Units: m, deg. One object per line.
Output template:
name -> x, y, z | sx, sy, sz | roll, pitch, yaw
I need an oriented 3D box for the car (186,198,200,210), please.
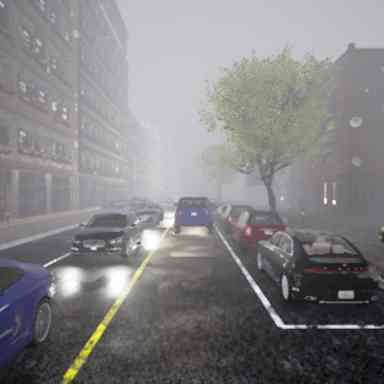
car -> 0.092, 1.593, 44.885 | 1.812, 1.442, 4.674 | 0, 0, 0

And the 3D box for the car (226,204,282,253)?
car -> 2.694, 1.456, 13.691 | 1.967, 1.590, 4.097 | 0, 0, 0

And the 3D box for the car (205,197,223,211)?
car -> 2.702, 1.501, 42.175 | 1.967, 1.590, 4.097 | 0, 0, 0

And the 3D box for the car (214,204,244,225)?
car -> 2.697, 1.612, 25.085 | 1.802, 1.307, 4.206 | 0, 0, 0

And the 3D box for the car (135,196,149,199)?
car -> -5.680, 1.366, 36.483 | 2.192, 1.841, 5.009 | 0, 0, 0

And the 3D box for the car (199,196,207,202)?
car -> 2.715, 1.711, 82.051 | 1.887, 1.381, 4.507 | 0, 0, 0

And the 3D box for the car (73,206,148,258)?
car -> -3.085, 1.520, 12.903 | 1.837, 1.490, 4.892 | 0, 0, 0

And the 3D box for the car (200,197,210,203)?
car -> 2.712, 1.683, 70.659 | 2.008, 1.369, 4.403 | 0, 0, 0

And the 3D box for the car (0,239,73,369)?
car -> -3.065, 1.530, 3.602 | 1.812, 1.442, 4.674 | 0, 0, -1

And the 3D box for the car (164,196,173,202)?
car -> -5.666, 1.733, 82.056 | 1.947, 1.339, 4.313 | 0, 0, 0

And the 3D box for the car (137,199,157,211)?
car -> -5.678, 1.628, 42.180 | 1.947, 1.339, 4.313 | 0, 0, 0

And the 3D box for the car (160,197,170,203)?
car -> -5.669, 1.678, 70.664 | 1.887, 1.381, 4.507 | 0, 0, 0

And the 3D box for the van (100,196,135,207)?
van -> -5.684, 1.372, 25.089 | 1.690, 1.788, 3.998 | 0, 0, 0

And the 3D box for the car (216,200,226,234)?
car -> 2.695, 1.463, 19.387 | 1.967, 1.590, 4.097 | 0, 0, 0

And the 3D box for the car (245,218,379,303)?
car -> 2.692, 1.560, 7.994 | 2.008, 1.369, 4.403 | 0, 0, 0

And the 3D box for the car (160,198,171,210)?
car -> -2.987, 1.664, 39.328 | 1.895, 1.301, 4.718 | 0, 0, 0

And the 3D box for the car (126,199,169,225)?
car -> -3.076, 1.522, 24.111 | 2.128, 1.511, 4.902 | 0, 0, 0

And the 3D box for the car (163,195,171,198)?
car -> -5.671, 1.643, 64.797 | 1.752, 1.417, 4.829 | 0, 0, 0

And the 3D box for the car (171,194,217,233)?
car -> 0.107, 1.245, 20.119 | 2.150, 2.045, 5.566 | 0, 0, 0
